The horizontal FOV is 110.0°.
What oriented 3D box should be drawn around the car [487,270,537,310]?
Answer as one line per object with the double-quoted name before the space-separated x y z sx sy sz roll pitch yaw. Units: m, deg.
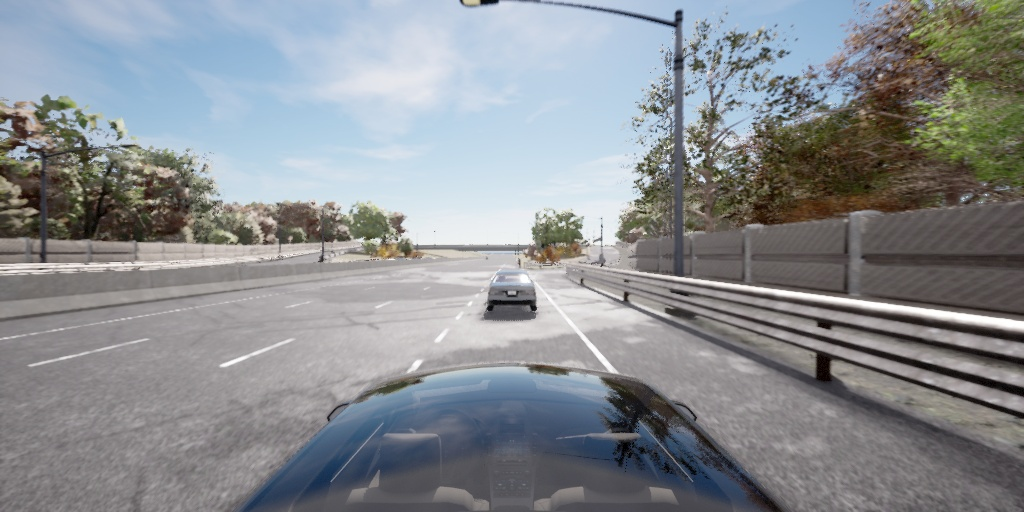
"car" -0.001 1.292 14.688 2.033 1.411 5.357 0 0 0
